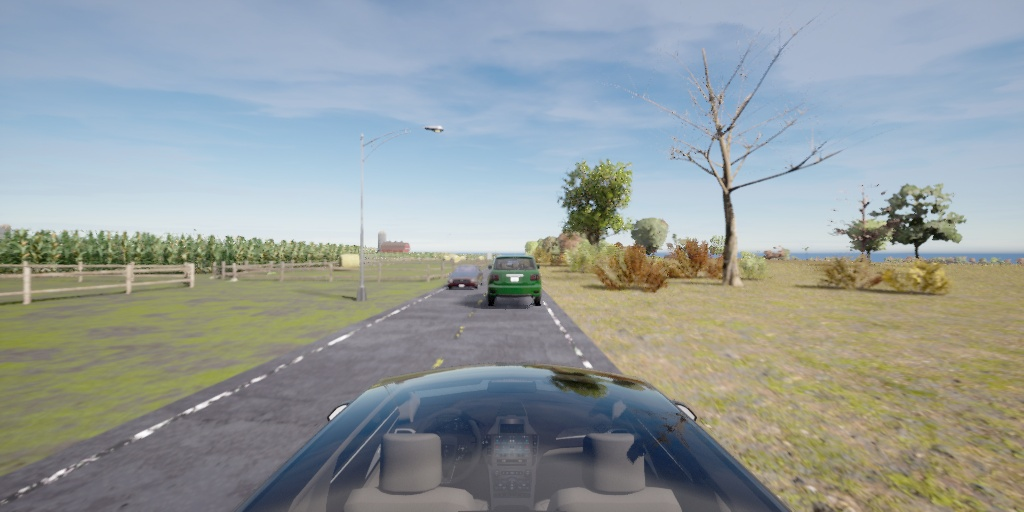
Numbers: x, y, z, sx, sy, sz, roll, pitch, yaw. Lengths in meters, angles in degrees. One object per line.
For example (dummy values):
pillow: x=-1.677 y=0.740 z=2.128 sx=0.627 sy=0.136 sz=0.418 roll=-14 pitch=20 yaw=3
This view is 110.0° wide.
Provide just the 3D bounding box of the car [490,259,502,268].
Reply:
car: x=-2.774 y=1.322 z=64.067 sx=1.837 sy=1.490 sz=4.892 roll=0 pitch=0 yaw=1

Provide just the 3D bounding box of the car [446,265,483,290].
car: x=-2.850 y=1.296 z=22.913 sx=2.033 sy=1.411 sz=5.357 roll=0 pitch=0 yaw=0

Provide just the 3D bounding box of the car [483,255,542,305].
car: x=0.101 y=0.969 z=16.024 sx=2.150 sy=2.045 sz=5.566 roll=0 pitch=0 yaw=0
